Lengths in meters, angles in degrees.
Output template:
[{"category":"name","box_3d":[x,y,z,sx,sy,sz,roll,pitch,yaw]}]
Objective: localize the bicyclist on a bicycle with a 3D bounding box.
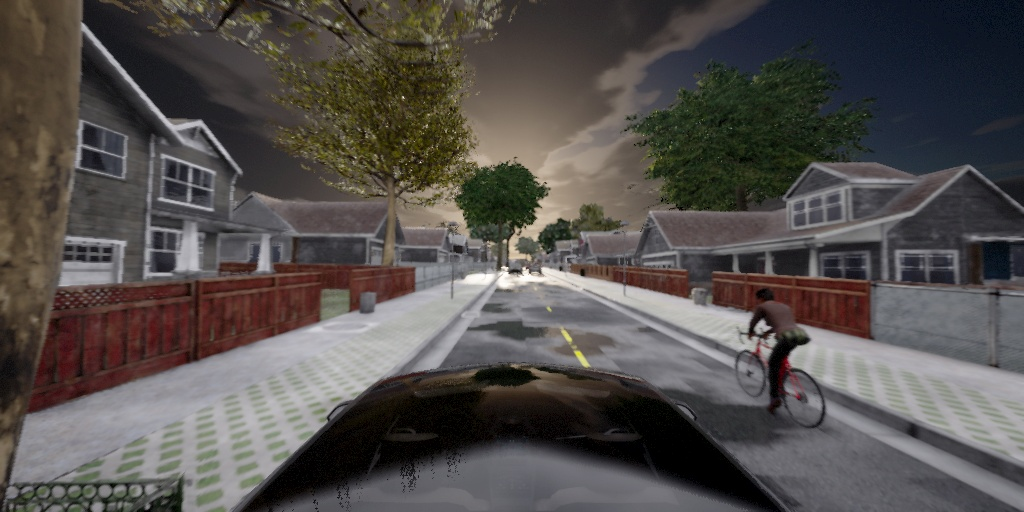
[{"category":"bicyclist on a bicycle","box_3d":[3.523,1.274,4.845,0.582,1.620,1.656,1,-1,1]}]

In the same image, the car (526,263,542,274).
[{"category":"car","box_3d":[3.483,1.939,54.756,2.128,1.511,4.902,1,-1,1]}]

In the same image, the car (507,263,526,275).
[{"category":"car","box_3d":[0.483,1.694,48.885,2.097,1.767,4.553,1,-1,1]}]
